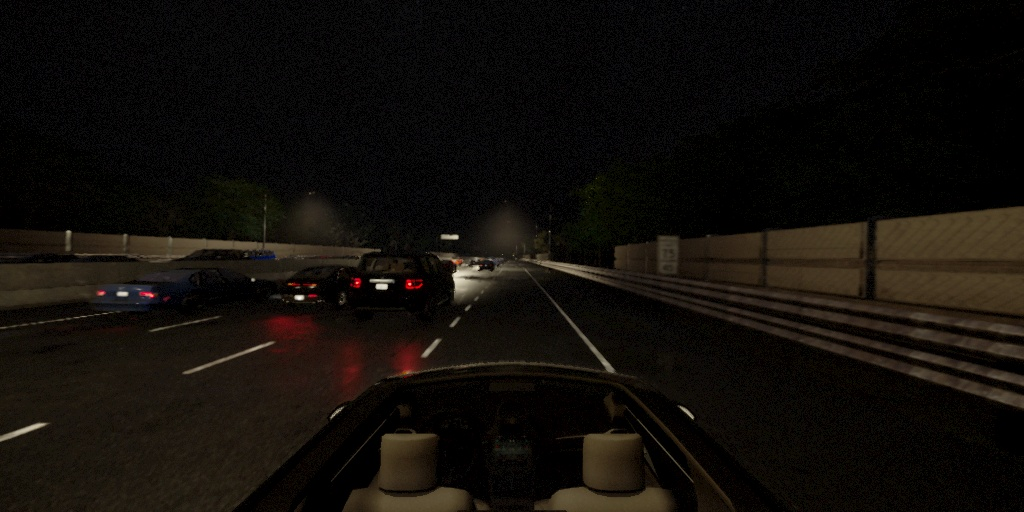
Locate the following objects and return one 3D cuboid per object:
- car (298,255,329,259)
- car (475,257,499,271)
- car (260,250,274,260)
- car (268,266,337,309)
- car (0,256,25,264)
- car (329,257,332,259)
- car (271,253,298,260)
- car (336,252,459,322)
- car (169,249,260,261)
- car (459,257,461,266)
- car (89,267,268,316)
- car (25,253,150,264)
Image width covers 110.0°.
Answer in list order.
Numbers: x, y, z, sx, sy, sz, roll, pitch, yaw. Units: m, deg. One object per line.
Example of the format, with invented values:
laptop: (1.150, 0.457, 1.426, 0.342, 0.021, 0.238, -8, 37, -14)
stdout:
car: (-24.240, 0.708, 45.336, 1.882, 1.535, 5.008, 1, 0, 0)
car: (-3.236, 1.259, 47.032, 2.033, 1.411, 5.357, 1, 0, 0)
car: (-31.232, 0.276, 43.669, 2.150, 2.045, 5.566, 1, 0, 0)
car: (-6.898, 1.108, 14.095, 1.837, 1.490, 4.892, 1, 0, 0)
car: (-31.399, 0.556, 24.229, 1.837, 1.490, 4.892, 1, -1, 1)
car: (-20.740, 0.789, 45.668, 1.882, 1.535, 5.008, 1, 0, 0)
car: (-27.734, 0.644, 45.834, 2.128, 1.511, 4.902, 1, 0, 0)
car: (-3.405, 0.900, 12.112, 2.150, 2.045, 5.566, 1, 0, 0)
car: (-20.893, 0.513, 25.073, 2.150, 2.045, 5.566, 1, 0, 1)
car: (-6.773, 1.096, 36.080, 1.882, 1.535, 5.008, 1, 0, 0)
car: (-10.412, 1.067, 12.111, 2.033, 1.411, 5.357, 1, 0, 0)
car: (-24.431, 0.684, 21.301, 1.882, 1.535, 5.008, 1, 0, 0)
